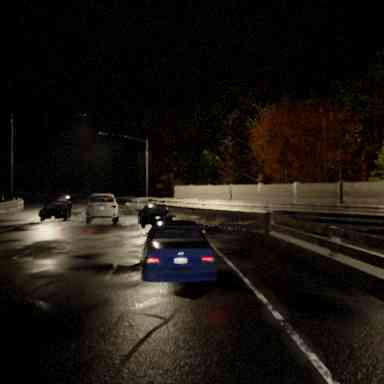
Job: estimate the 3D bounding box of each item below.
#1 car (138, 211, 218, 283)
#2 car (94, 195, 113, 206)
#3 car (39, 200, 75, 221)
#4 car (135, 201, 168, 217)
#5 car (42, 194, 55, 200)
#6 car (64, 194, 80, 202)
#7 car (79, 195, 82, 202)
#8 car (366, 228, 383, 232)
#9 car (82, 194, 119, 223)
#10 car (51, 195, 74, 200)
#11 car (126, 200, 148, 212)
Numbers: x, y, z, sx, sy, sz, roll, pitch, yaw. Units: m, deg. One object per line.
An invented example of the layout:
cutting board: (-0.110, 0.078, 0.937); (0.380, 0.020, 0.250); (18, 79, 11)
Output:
car: (-0.494, 1.520, 9.674); (2.033, 1.411, 5.357); (0, 0, -6)
car: (-14.307, 1.329, 53.654); (1.882, 1.535, 5.008); (0, 0, -29)
car: (-10.633, 1.526, 26.168); (1.895, 1.301, 4.718); (0, 0, -15)
car: (-2.486, 1.503, 21.910); (1.994, 1.385, 4.181); (0, 0, -13)
car: (-30.132, 1.184, 70.539); (2.128, 1.511, 4.902); (0, 0, -43)
car: (-23.972, 1.331, 68.495); (2.128, 1.511, 4.902); (0, 0, -40)
car: (-12.851, 1.371, 42.903); (2.128, 1.511, 4.902); (0, 0, -24)
car: (10.055, 1.496, 14.027); (2.128, 1.511, 4.902); (0, -1, -43)
car: (-6.724, 1.151, 25.042); (2.150, 2.045, 5.566); (0, 0, -14)
car: (-16.878, 1.442, 43.347); (1.994, 1.385, 4.181); (0, 0, -24)
car: (-5.814, 1.498, 36.463); (1.895, 1.301, 4.718); (0, 0, -27)
